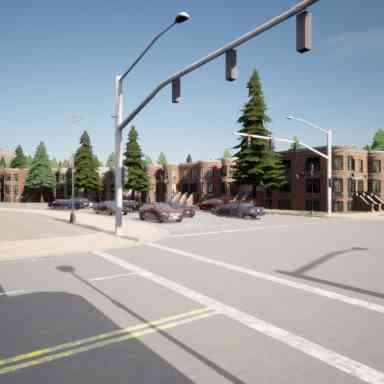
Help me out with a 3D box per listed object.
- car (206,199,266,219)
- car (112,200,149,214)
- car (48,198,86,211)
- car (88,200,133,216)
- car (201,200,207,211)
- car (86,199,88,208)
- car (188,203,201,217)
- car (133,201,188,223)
[{"bbox_3d":[3.919,1.547,29.016,2.033,1.411,5.357,0,0,-36],"label":"car"},{"bbox_3d":[-6.883,1.601,37.031,1.895,1.301,4.718,0,0,-41],"label":"car"},{"bbox_3d":[-15.541,1.601,40.590,4.718,1.301,1.895,0,0,37],"label":"car"},{"bbox_3d":[-8.191,1.547,33.265,2.033,1.411,5.357,0,0,-38],"label":"car"},{"bbox_3d":[2.436,1.477,36.941,1.882,1.535,5.008,0,0,-37],"label":"car"},{"bbox_3d":[-15.014,1.491,44.454,4.902,1.511,2.128,0,0,34],"label":"car"},{"bbox_3d":[-1.529,1.564,30.097,1.994,1.385,4.181,0,0,-37],"label":"car"},{"bbox_3d":[-2.520,1.526,25.579,1.812,1.442,4.674,0,0,-35],"label":"car"}]
